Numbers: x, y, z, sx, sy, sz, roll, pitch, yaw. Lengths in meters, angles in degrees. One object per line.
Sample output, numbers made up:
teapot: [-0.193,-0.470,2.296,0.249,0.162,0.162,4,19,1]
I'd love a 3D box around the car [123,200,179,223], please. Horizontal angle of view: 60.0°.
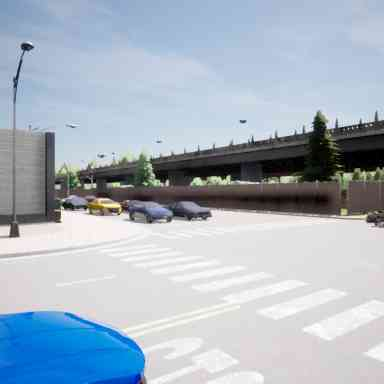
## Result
car: [-3.209,1.470,25.009,1.812,1.442,4.674,0,0,-36]

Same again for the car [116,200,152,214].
car: [-6.176,1.545,35.183,1.895,1.301,4.718,0,0,-35]

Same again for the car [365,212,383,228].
car: [13.489,1.530,20.040,2.033,1.411,5.357,0,0,-36]

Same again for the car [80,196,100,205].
car: [-17.819,1.422,57.828,1.882,1.535,5.008,0,0,-36]

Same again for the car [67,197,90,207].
car: [-17.461,1.492,51.001,2.033,1.411,5.357,0,0,-35]

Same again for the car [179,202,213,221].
car: [-0.607,1.492,27.380,2.033,1.411,5.357,0,0,-36]

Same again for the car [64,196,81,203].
car: [-23.745,1.469,65.948,1.812,1.442,4.674,0,0,-36]

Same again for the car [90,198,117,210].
car: [-11.430,1.470,42.557,1.812,1.442,4.674,0,0,-36]

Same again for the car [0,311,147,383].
car: [-2.633,1.478,1.896,5.008,1.535,1.882,0,0,-36]

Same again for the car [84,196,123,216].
car: [-8.575,1.422,32.515,1.882,1.535,5.008,0,0,-36]

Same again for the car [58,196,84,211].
car: [-14.270,1.492,40.495,2.033,1.411,5.357,0,0,-35]
